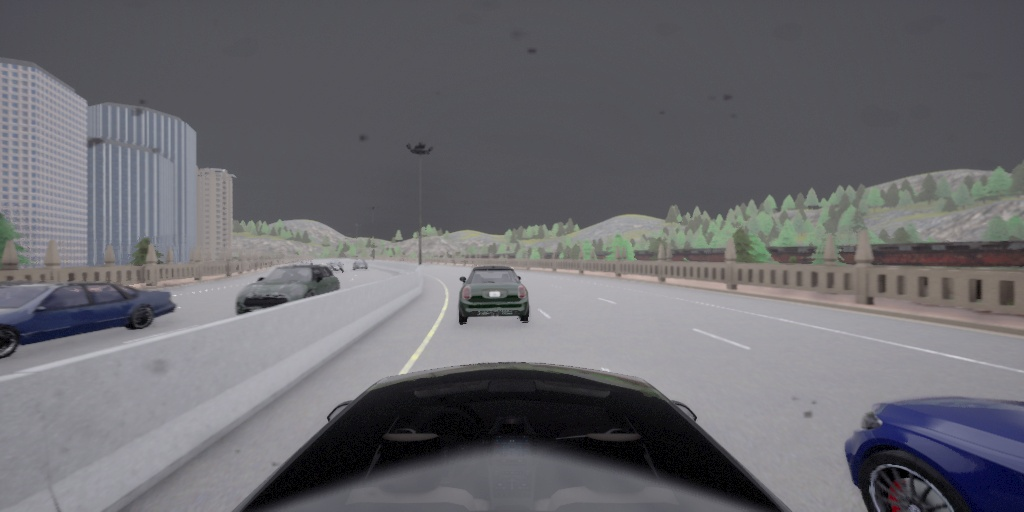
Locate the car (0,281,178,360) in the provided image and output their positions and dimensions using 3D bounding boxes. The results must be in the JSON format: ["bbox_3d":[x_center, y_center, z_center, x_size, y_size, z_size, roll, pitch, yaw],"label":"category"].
[{"bbox_3d":[-10.970,1.343,8.506,2.033,1.411,5.357,0,0,-5],"label":"car"}]

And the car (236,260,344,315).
[{"bbox_3d":[-8.094,1.136,13.459,2.097,1.767,4.553,0,0,-9],"label":"car"}]

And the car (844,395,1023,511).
[{"bbox_3d":[3.461,1.261,0.765,1.812,1.442,4.674,0,0,0],"label":"car"}]

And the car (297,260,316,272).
[{"bbox_3d":[-28.997,1.360,50.694,2.128,1.511,4.902,0,0,-27],"label":"car"}]

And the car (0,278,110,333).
[{"bbox_3d":[-14.653,1.412,10.004,1.895,1.301,4.718,0,0,-6],"label":"car"}]

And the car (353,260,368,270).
[{"bbox_3d":[-22.734,1.334,53.829,2.128,1.511,4.902,0,0,-27],"label":"car"}]

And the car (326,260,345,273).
[{"bbox_3d":[-23.591,1.339,47.886,2.128,1.511,4.902,0,0,-27],"label":"car"}]

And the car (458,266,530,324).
[{"bbox_3d":[-0.719,1.105,12.291,2.097,1.767,4.553,0,0,-6],"label":"car"}]
